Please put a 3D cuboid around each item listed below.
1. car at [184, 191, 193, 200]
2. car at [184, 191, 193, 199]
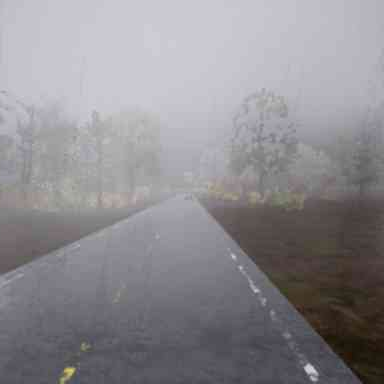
[{"bbox_3d":[-0.767,1.109,75.039,2.033,1.411,5.357,0,0,-1],"label":"car"},{"bbox_3d":[-0.877,0.653,85.487,2.150,2.045,5.566,0,0,-1],"label":"car"}]
